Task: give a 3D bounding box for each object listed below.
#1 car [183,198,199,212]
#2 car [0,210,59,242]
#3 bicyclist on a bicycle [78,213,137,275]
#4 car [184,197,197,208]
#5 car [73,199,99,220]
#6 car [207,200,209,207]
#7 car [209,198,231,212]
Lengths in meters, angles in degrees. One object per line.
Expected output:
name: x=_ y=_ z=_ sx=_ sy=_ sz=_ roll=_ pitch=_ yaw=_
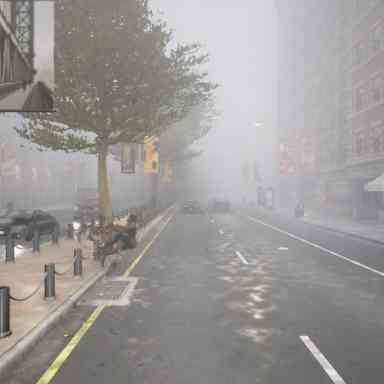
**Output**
car: x=-0.121 y=1.601 z=38.966 sx=1.895 sy=1.301 sz=4.718 roll=0 pitch=0 yaw=0
car: x=-8.165 y=1.564 z=16.250 sx=1.994 sy=1.385 sz=4.181 roll=0 pitch=0 yaw=0
bicyclist on a bicycle: x=-2.058 y=1.293 z=8.995 sx=1.620 sy=1.656 sz=0.582 roll=-40 pitch=3 yaw=-4
car: x=-0.188 y=1.526 z=48.070 sx=1.812 sy=1.442 sz=4.674 roll=0 pitch=0 yaw=1
car: x=-8.231 y=1.352 z=27.707 sx=2.097 sy=1.767 sz=4.553 roll=0 pitch=0 yaw=0
car: x=3.259 y=1.564 z=47.363 sx=1.994 sy=1.385 sz=4.181 roll=0 pitch=0 yaw=0
car: x=3.315 y=1.478 z=38.376 sx=1.882 sy=1.535 sz=5.008 roll=0 pitch=0 yaw=0
